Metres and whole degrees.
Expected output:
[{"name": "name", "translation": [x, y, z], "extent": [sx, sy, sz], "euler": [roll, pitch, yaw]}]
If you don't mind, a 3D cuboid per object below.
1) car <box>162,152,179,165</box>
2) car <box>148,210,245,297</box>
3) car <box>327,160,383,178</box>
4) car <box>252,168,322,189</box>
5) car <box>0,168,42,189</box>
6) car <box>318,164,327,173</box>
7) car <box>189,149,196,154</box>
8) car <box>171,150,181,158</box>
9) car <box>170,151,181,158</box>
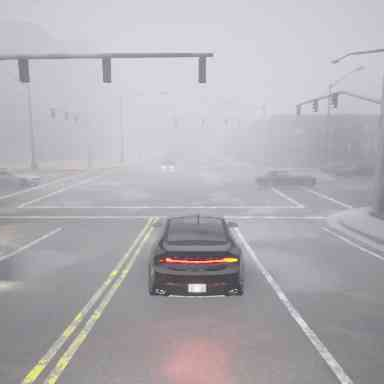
[{"name": "car", "translation": [-3.538, -4.880, 50.660], "extent": [2.033, 1.411, 5.357], "euler": [0, 9, 0]}, {"name": "car", "translation": [0.081, 1.203, 7.996], "extent": [1.837, 1.490, 4.892], "euler": [0, 4, 0]}, {"name": "car", "translation": [16.681, -2.140, 32.811], "extent": [5.357, 1.411, 2.033], "euler": [0, 9, 2]}, {"name": "car", "translation": [7.144, -0.998, 25.740], "extent": [4.718, 1.301, 1.895], "euler": [0, 9, 0]}, {"name": "car", "translation": [-14.234, -1.090, 25.879], "extent": [4.674, 1.442, 1.812], "euler": [0, 9, -1]}, {"name": "car", "translation": [16.317, -2.727, 36.261], "extent": [4.902, 1.511, 2.128], "euler": [0, 9, 0]}, {"name": "car", "translation": [0.104, -10.966, 90.285], "extent": [1.994, 1.385, 4.181], "euler": [0, 9, 0]}, {"name": "car", "translation": [-3.418, -8.072, 70.969], "extent": [1.882, 1.535, 5.008], "euler": [0, 9, 0]}, {"name": "car", "translation": [-3.498, -6.635, 60.791], "extent": [2.097, 1.767, 4.553], "euler": [0, 9, 0]}]
